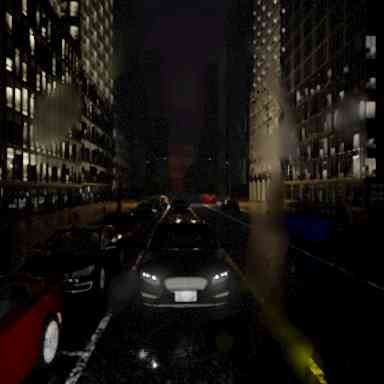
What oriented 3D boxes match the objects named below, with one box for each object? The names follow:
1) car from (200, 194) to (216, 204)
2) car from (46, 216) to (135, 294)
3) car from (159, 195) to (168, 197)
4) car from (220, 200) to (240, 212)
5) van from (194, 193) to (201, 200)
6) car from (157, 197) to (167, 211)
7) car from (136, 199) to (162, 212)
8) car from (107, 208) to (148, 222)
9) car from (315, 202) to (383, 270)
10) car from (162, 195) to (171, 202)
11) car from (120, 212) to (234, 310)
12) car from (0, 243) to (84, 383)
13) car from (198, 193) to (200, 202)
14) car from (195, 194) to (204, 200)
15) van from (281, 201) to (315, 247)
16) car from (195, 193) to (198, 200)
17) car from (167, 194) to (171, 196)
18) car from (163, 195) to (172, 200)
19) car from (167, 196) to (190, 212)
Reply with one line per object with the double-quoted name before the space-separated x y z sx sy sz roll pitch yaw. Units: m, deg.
"car" 3.202 1.270 60.083 2.192 1.841 5.009 -1 0 -3
"car" -2.842 1.545 8.602 2.008 1.369 4.403 -1 0 -3
"car" -4.650 1.547 48.346 1.802 1.307 4.206 -1 0 -3
"car" 4.239 1.523 37.371 2.008 1.369 4.403 -1 0 -3
"van" 1.651 1.266 94.149 1.690 1.788 3.998 -1 0 -3
"car" -4.133 1.524 36.990 2.008 1.369 4.403 -1 0 -3
"car" -3.617 1.533 25.635 2.008 1.369 4.403 -1 0 -3
"car" -3.099 1.572 14.280 1.802 1.307 4.206 -1 0 -3
"car" 5.528 1.308 8.983 2.192 1.841 5.009 -1 0 -3
"car" -5.943 1.508 76.735 1.947 1.339 4.313 -1 0 -3
"car" -0.217 1.486 8.043 2.128 1.511 4.902 0 0 -3
"car" -2.583 1.543 2.924 1.887 1.381 4.507 -1 0 -3
"car" 2.944 1.265 65.761 2.192 1.841 5.009 -1 0 -3
"car" 1.911 1.370 88.472 1.967 1.590 4.097 -1 0 -3
"van" 5.270 1.330 14.661 1.690 1.788 3.998 -1 0 -3
"car" 2.428 1.381 77.116 1.967 1.590 4.097 -1 0 -3
"car" -4.910 1.401 54.024 1.967 1.590 4.097 -1 0 -3
"car" -6.460 1.482 88.091 2.008 1.369 4.403 -1 0 -3
"car" -1.244 1.454 32.845 1.882 1.535 5.008 0 0 -3
